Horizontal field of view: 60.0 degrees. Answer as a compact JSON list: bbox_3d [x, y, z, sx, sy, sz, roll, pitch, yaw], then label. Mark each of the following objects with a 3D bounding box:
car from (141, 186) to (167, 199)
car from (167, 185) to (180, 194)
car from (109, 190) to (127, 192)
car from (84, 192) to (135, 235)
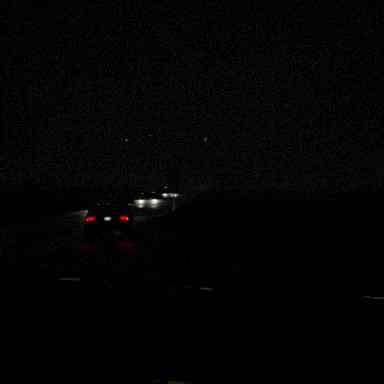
[{"bbox_3d":[-4.652,-0.015,39.390,1.882,1.535,5.008,0,2,5],"label":"car"},{"bbox_3d":[-3.242,-0.680,54.809,2.097,1.767,4.553,0,2,6],"label":"car"},{"bbox_3d":[-5.850,0.549,25.918,1.994,1.385,4.181,0,2,5],"label":"car"},{"bbox_3d":[-3.529,0.944,14.700,2.033,1.411,5.357,0,2,-10],"label":"car"}]
